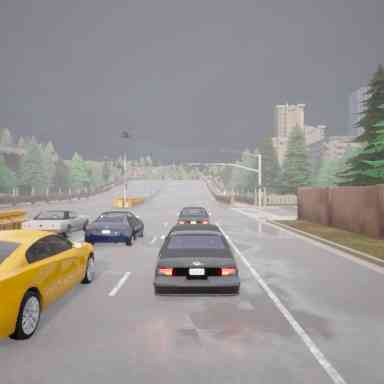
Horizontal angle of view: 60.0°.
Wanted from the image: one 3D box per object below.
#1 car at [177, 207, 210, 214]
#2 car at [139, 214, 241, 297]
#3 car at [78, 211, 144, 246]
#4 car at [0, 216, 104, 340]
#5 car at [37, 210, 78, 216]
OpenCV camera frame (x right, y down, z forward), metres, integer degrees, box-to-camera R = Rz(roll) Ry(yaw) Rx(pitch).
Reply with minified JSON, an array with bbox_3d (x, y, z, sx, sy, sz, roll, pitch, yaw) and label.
[{"bbox_3d":[0.098,1.547,18.831,2.033,1.411,5.357,0,0,1],"label":"car"},{"bbox_3d":[0.088,1.547,8.764,2.033,1.411,5.357,0,0,0],"label":"car"},{"bbox_3d":[-3.426,1.564,15.310,1.994,1.385,4.181,0,0,0],"label":"car"},{"bbox_3d":[-3.409,1.478,6.553,1.882,1.535,5.008,0,0,0],"label":"car"},{"bbox_3d":[-6.924,1.601,17.537,1.895,1.301,4.718,0,0,0],"label":"car"}]
